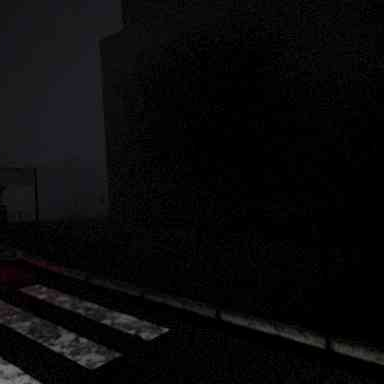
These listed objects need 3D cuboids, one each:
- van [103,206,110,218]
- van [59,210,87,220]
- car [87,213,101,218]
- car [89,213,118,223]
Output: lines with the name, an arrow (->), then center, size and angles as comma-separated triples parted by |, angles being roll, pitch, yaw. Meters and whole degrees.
van -> -10.123, 2.860, 48.082 | 4.442, 1.987, 1.878 | -6, -6, 25
van -> -20.397, 4.156, 55.631 | 4.442, 1.987, 1.878 | -6, -6, 25
car -> -19.103, 4.575, 58.062 | 5.008, 1.535, 2.097 | -6, -7, 25
car -> -16.832, 5.052, 63.281 | 5.366, 1.575, 1.946 | -6, -7, 25
